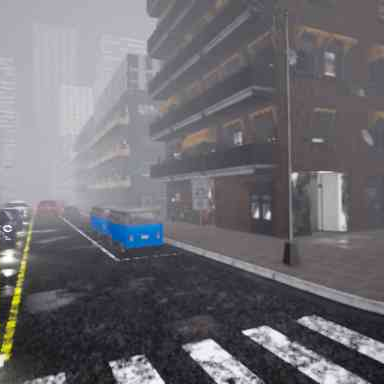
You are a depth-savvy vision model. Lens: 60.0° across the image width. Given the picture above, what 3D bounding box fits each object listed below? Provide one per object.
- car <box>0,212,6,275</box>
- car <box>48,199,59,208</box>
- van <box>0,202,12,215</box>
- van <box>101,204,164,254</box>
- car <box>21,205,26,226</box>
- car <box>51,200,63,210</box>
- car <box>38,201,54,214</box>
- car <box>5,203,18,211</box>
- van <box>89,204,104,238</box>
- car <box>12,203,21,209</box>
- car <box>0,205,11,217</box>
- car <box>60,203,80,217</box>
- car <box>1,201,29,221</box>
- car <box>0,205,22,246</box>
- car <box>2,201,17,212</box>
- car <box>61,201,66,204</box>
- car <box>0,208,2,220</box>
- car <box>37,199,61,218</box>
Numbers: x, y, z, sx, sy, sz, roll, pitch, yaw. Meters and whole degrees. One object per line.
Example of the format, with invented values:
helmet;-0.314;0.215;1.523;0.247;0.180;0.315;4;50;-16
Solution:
car;-5.860;1.573;7.820;2.097;1.767;4.553;-1;-1;-25
car;-33.425;2.767;80.043;2.150;2.045;5.566;-1;-1;-25
van;-29.070;2.537;51.579;1.690;1.788;3.998;-2;0;-25
van;-2.590;1.529;14.450;1.690;1.788;3.998;-2;0;-25
car;-14.539;2.082;26.463;1.882;1.535;5.008;-1;-1;-25
car;-28.583;2.652;70.312;2.192;1.841;5.009;-2;0;-25
car;-22.000;2.348;50.046;2.097;1.767;4.553;-1;-1;-25
car;-36.187;3.062;66.797;2.008;1.369;4.403;-2;0;-25
van;-4.953;1.634;19.529;1.690;1.788;3.998;-2;0;-25
car;-43.268;3.408;82.035;1.802;1.307;4.206;-2;0;-25
car;-26.699;2.642;46.500;2.008;1.369;4.403;-2;0;-25
car;-14.395;2.292;39.842;1.802;1.307;4.206;-2;0;-25
car;-18.939;2.020;36.004;2.150;2.045;5.566;-1;-1;-25
car;-10.144;1.762;16.996;2.097;1.767;4.553;-1;-1;-25
car;-33.818;2.721;61.726;2.192;1.841;5.009;-2;0;-25
car;-19.195;2.447;50.152;1.752;1.417;4.829;-2;0;-25
car;-21.973;2.465;36.344;1.802;1.307;4.206;-2;0;-25
car;-17.488;2.017;40.350;2.150;2.045;5.566;-1;-1;-25
